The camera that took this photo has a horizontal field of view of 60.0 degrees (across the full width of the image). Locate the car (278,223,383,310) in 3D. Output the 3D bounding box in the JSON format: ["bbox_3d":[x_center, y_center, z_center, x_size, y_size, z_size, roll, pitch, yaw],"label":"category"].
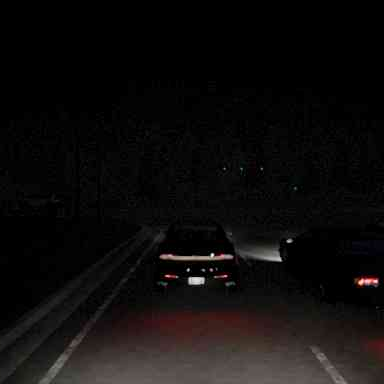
[{"bbox_3d":[3.600,1.554,8.072,2.033,1.411,5.357,0,0,0],"label":"car"}]

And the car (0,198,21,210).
[{"bbox_3d":[-24.417,1.523,41.044,4.902,1.511,2.128,0,0,1],"label":"car"}]

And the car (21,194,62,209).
[{"bbox_3d":[-20.290,1.256,44.507,5.566,2.045,2.150,0,0,1],"label":"car"}]

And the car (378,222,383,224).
[{"bbox_3d":[7.111,1.360,10.374,2.097,1.767,4.553,0,0,0],"label":"car"}]

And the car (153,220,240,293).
[{"bbox_3d":[0.103,1.499,8.852,2.128,1.511,4.902,0,0,0],"label":"car"}]
